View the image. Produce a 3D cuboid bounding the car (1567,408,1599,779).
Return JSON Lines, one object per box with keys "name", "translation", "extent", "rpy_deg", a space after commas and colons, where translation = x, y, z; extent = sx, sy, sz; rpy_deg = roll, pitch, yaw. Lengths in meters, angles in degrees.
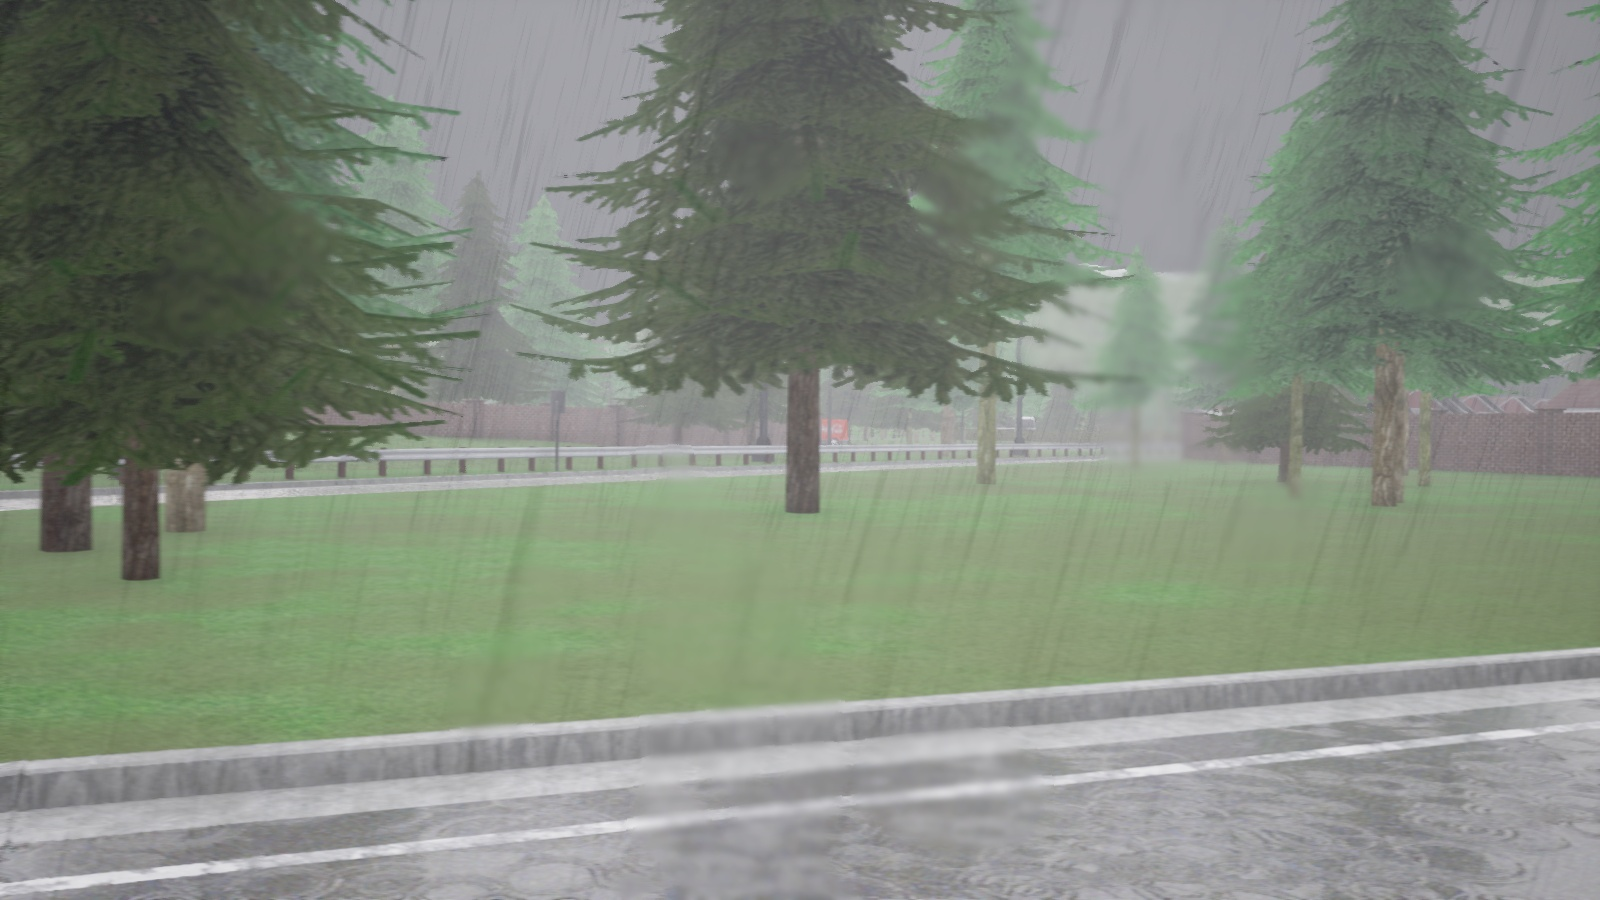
{"name": "car", "translation": [6.168, 0.581, 5.580], "extent": [5.366, 1.575, 1.801], "rpy_deg": [-1, 1, -21]}
